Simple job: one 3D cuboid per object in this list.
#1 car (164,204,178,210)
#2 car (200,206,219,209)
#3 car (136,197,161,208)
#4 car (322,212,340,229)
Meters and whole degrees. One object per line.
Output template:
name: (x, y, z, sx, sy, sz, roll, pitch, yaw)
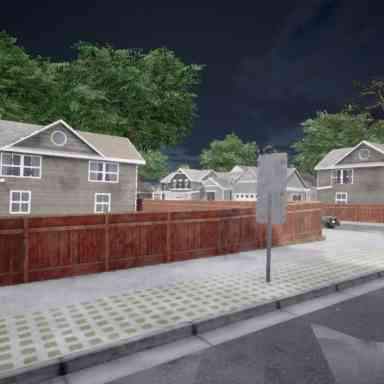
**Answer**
car: (-3.300, 2.044, 42.760, 1.812, 1.442, 4.674, 3, -2, -37)
car: (1.882, 1.886, 30.855, 1.895, 1.301, 4.718, 2, -2, -36)
car: (-6.191, 1.647, 41.736, 2.150, 2.045, 5.566, 3, -2, -37)
car: (7.751, 1.726, 22.567, 1.994, 1.385, 4.181, 3, -2, -36)
